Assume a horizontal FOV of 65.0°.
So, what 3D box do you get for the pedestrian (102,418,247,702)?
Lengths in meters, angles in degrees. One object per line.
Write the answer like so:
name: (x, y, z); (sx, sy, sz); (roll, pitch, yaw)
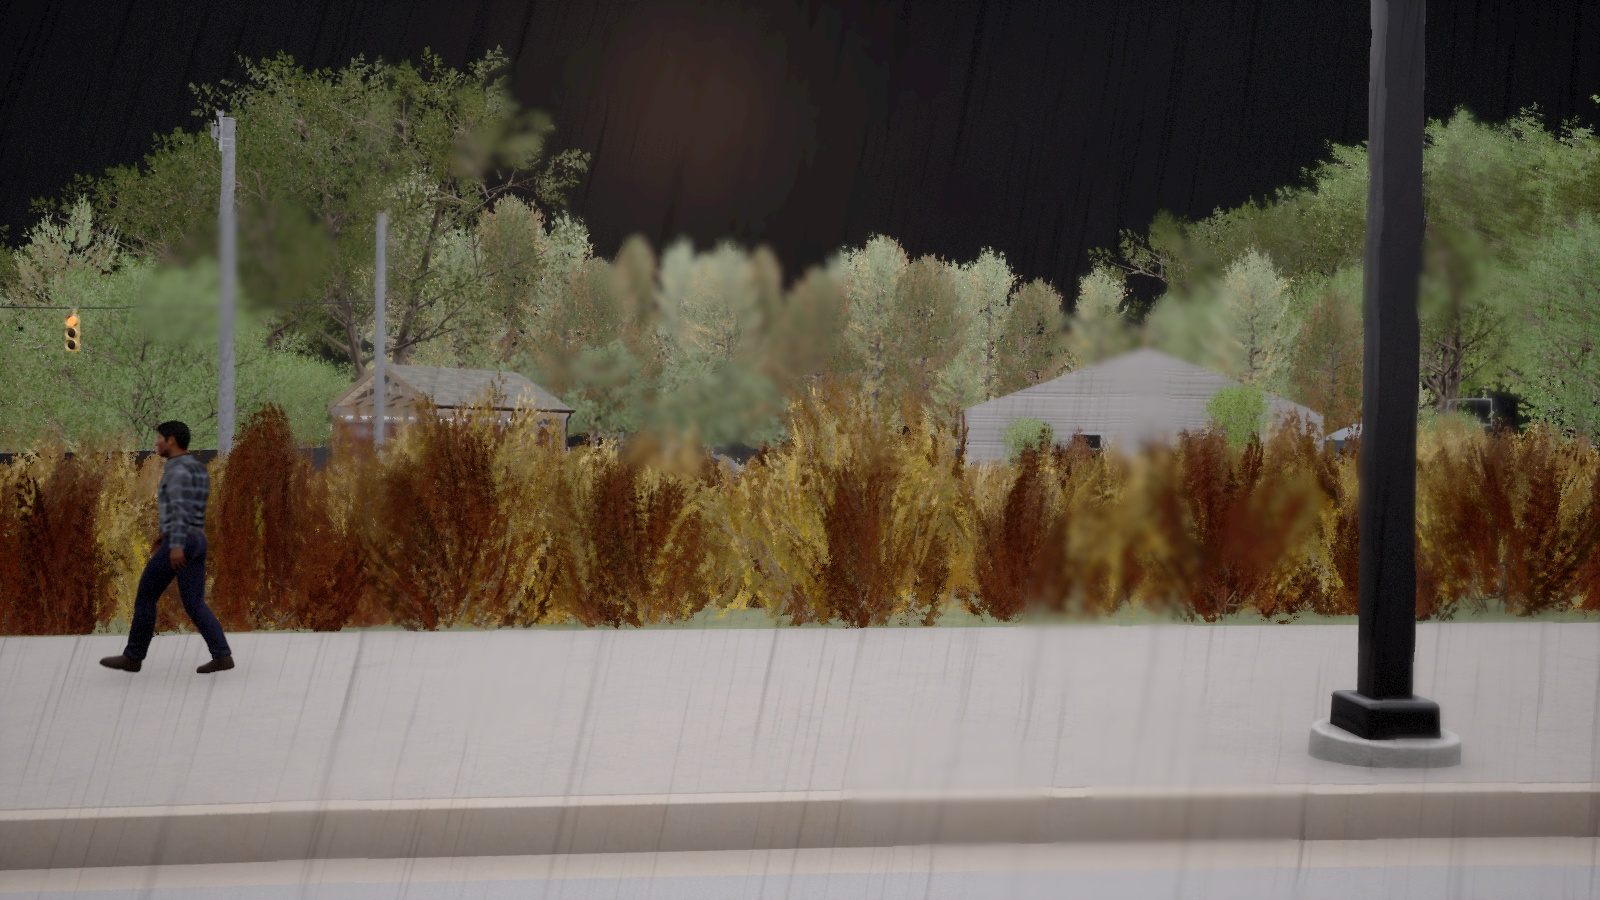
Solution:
pedestrian: (-4.402, 0.753, 8.858); (0.788, 1.949, 0.423); (-1, 1, -2)
